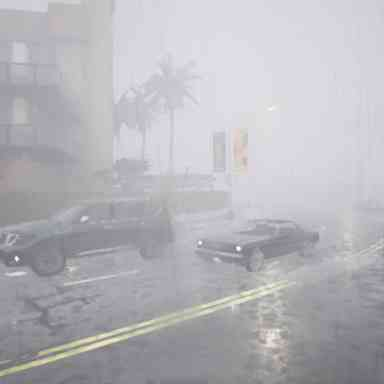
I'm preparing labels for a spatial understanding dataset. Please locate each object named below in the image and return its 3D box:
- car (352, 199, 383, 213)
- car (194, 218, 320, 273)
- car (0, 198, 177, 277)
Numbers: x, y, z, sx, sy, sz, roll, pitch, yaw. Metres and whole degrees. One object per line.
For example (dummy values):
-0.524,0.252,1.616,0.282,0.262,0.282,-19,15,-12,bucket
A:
18.443,1.398,35.099,1.994,1.385,4.181,0,0,7,car
2.285,1.576,10.883,4.718,1.301,1.895,0,0,-44,car
-3.080,1.236,10.734,5.566,2.045,2.150,0,0,-40,car
